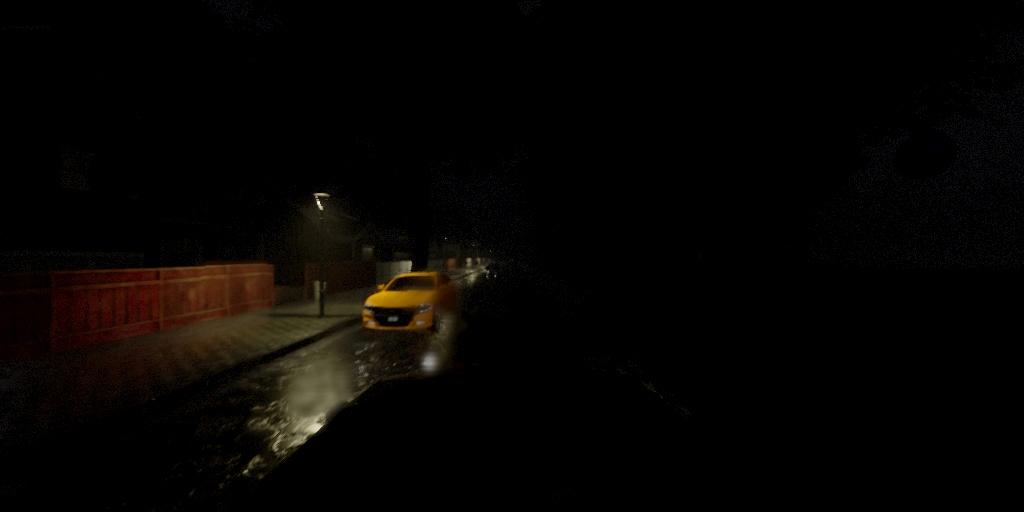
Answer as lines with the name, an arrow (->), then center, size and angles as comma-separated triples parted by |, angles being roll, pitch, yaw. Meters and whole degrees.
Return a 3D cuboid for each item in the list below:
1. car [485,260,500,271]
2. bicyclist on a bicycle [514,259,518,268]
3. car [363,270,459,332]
car -> -2.834, 1.351, 51.673 | 2.128, 1.511, 4.902 | 0, 0, 0
bicyclist on a bicycle -> 0.743, 1.342, 61.036 | 0.582, 1.620, 1.656 | 0, -1, 0
car -> -2.853, 1.241, 11.090 | 1.882, 1.535, 5.008 | 0, 0, 0
